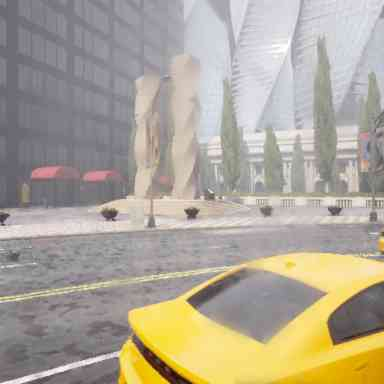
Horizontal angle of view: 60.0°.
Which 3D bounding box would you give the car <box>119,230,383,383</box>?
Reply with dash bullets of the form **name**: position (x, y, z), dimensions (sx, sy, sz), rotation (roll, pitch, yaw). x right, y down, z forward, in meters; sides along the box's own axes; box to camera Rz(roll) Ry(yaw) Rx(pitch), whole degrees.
- **car**: position (1.712, 1.477, 3.813), dimensions (5.008, 1.535, 1.882), rotation (0, 0, -31)
